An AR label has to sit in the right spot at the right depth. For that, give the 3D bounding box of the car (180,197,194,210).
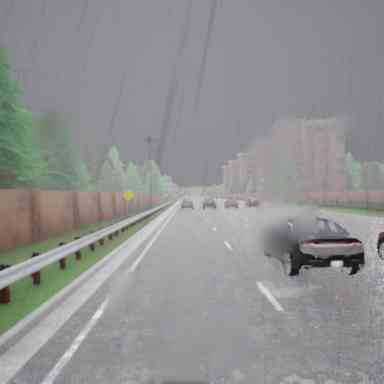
[{"bbox_3d":[-0.737,1.952,52.077,2.128,1.511,4.902,-1,0,-1],"label":"car"}]

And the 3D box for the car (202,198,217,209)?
[{"bbox_3d":[2.729,1.763,53.621,2.097,1.767,4.553,-1,0,-1],"label":"car"}]

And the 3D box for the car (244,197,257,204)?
[{"bbox_3d":[12.823,1.879,73.469,1.882,1.535,5.008,-1,0,-1],"label":"car"}]

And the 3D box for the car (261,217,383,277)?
[{"bbox_3d":[3.442,1.521,10.361,2.128,1.511,4.902,-1,0,0],"label":"car"}]

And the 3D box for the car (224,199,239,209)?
[{"bbox_3d":[6.240,1.893,53.278,2.033,1.411,5.357,-1,0,-1],"label":"car"}]

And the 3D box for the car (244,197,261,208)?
[{"bbox_3d":[9.740,1.788,53.242,1.837,1.490,4.892,-1,0,-1],"label":"car"}]
